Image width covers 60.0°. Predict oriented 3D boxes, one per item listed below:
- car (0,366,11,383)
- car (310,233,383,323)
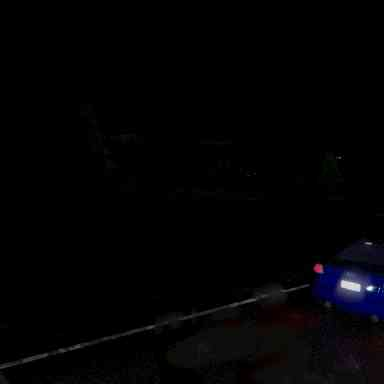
[{"bbox_3d":[-3.355,1.601,1.356,4.718,1.301,1.895,0,0,-35],"label":"car"},{"bbox_3d":[4.322,1.564,6.825,4.181,1.385,1.994,0,0,-36],"label":"car"}]
